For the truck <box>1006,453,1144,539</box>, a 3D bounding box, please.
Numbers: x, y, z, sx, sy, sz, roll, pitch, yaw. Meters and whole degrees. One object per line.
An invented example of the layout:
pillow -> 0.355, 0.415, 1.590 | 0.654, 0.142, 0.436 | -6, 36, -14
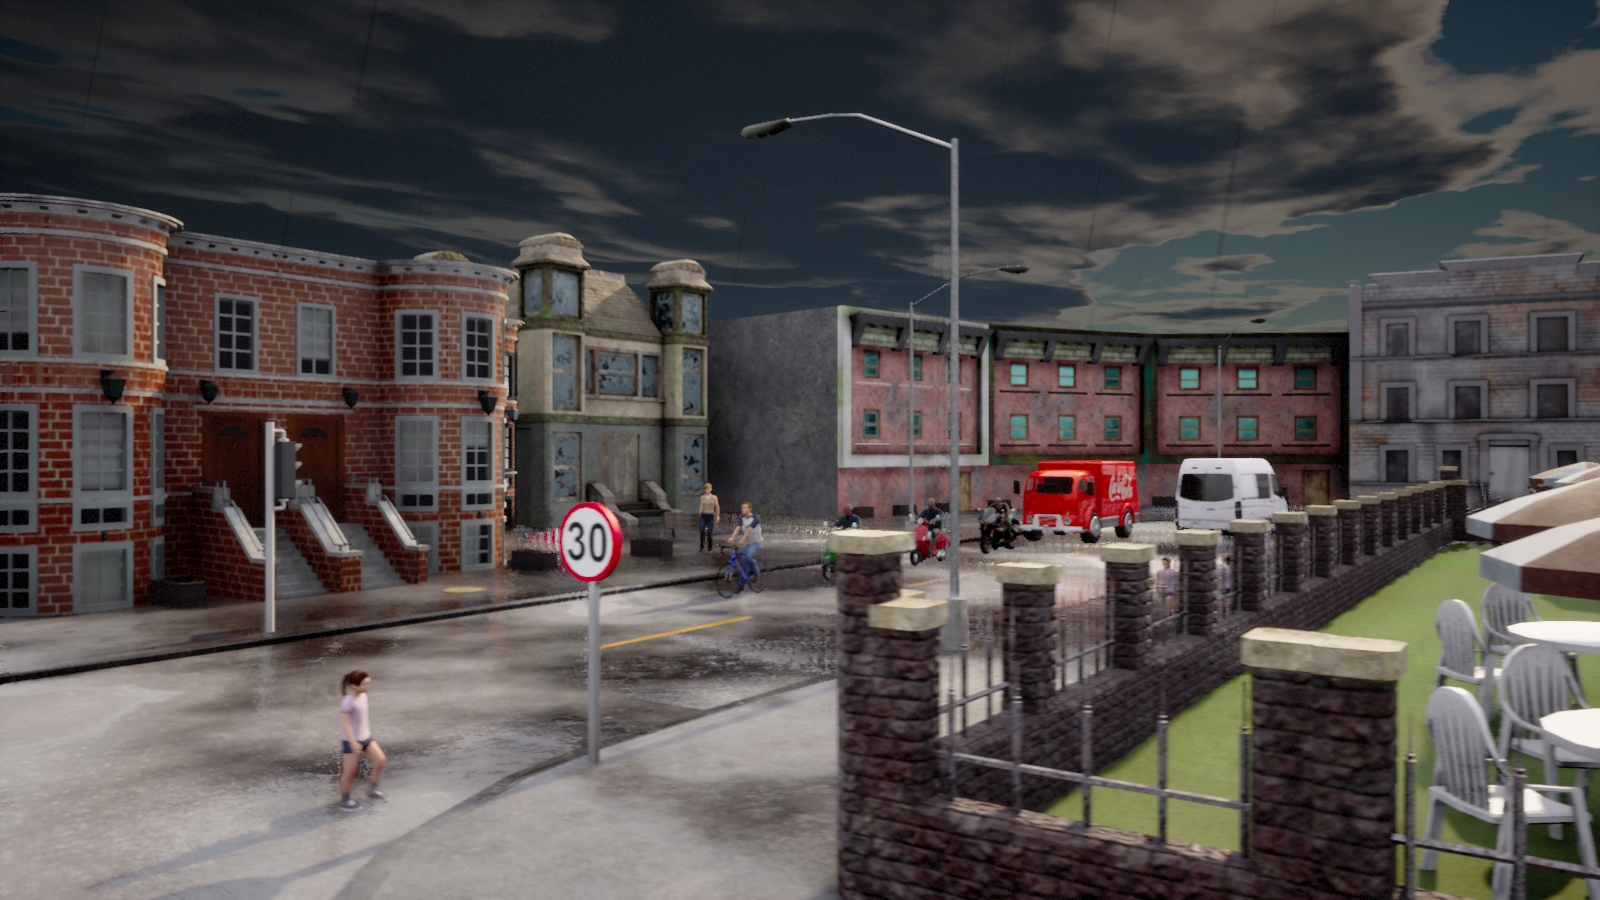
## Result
truck -> 8.752, 1.348, 35.977 | 2.627, 2.467, 5.204 | 0, 0, 33

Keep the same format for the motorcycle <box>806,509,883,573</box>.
motorcycle -> 0.996, 1.962, 25.033 | 0.856, 1.236, 1.805 | 0, 0, 35

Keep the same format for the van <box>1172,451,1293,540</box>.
van -> 13.735, 1.315, 36.025 | 1.988, 2.561, 5.915 | 0, 0, 37

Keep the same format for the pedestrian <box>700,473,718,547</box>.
pedestrian -> -2.322, 1.526, 29.199 | 0.375, 1.860, 0.375 | 0, 0, 9

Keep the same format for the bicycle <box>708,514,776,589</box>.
bicycle -> -1.096, 1.936, 22.045 | 0.373, 1.296, 1.643 | 0, 0, 35

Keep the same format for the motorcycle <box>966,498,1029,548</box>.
motorcycle -> 5.471, 1.985, 31.524 | 0.867, 1.251, 2.209 | 0, 0, 35

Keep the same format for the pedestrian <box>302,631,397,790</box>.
pedestrian -> -3.499, 2.009, 8.894 | 0.500, 1.100, 0.500 | 0, 0, 10

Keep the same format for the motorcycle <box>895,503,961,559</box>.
motorcycle -> 3.170, 1.962, 28.129 | 0.856, 1.236, 1.805 | 0, 0, 35
